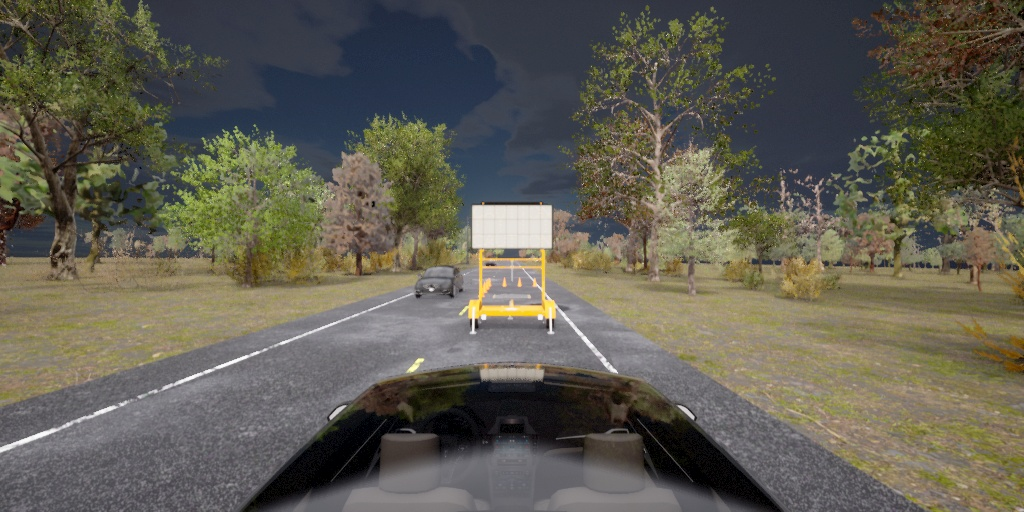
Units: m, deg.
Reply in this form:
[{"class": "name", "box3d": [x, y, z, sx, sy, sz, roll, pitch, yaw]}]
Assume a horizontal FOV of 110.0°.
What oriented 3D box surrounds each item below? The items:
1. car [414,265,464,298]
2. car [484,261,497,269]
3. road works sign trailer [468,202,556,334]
[{"class": "car", "box3d": [-3.602, 1.257, 18.418, 1.837, 1.490, 4.892, 0, 0, 0]}, {"class": "car", "box3d": [-3.588, 1.415, 59.940, 1.895, 1.301, 4.718, 0, 0, 0]}, {"class": "road works sign trailer", "box3d": [0.003, 0.214, 10.598, 2.380, 3.560, 2.880, 0, 0, 0]}]
